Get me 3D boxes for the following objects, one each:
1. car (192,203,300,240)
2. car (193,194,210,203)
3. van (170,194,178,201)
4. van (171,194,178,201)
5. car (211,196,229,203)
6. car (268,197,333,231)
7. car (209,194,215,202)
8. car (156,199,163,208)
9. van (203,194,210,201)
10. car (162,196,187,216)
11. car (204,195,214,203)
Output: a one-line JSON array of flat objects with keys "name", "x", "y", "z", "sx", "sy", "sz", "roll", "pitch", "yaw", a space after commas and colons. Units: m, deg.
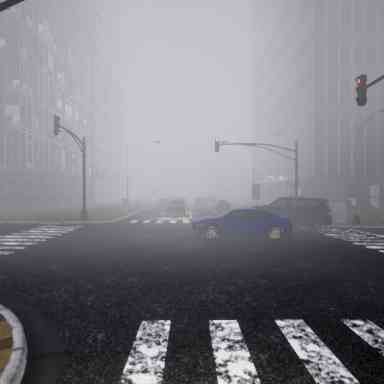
[{"name": "car", "x": 2.504, "y": 1.521, "z": 16.800, "sx": 5.008, "sy": 1.535, "sz": 1.882, "roll": 1, "pitch": 0, "yaw": -3}, {"name": "car", "x": 1.214, "y": 1.498, "z": 52.994, "sx": 2.128, "sy": 1.511, "sz": 4.902, "roll": 0, "pitch": 0, "yaw": 0}, {"name": "van", "x": -4.395, "y": 1.320, "z": 80.476, "sx": 1.690, "sy": 1.788, "sz": 3.998, "roll": 0, "pitch": 0, "yaw": 0}, {"name": "van", "x": -4.434, "y": 1.314, "z": 86.003, "sx": 1.690, "sy": 1.788, "sz": 3.998, "roll": 0, "pitch": 0, "yaw": 0}, {"name": "car", "x": 3.809, "y": 1.579, "z": 41.841, "sx": 1.947, "sy": 1.339, "sz": 4.313, "roll": 0, "pitch": 0, "yaw": 0}, {"name": "car", "x": 6.079, "y": 1.313, "z": 21.446, "sx": 5.566, "sy": 2.045, "sz": 2.150, "roll": 3, "pitch": 1, "yaw": 14}, {"name": "car", "x": 3.603, "y": 1.312, "z": 63.949, "sx": 2.192, "sy": 1.841, "sz": 5.009, "roll": 0, "pitch": 0, "yaw": 0}, {"name": "car", "x": -4.160, "y": 1.592, "z": 47.311, "sx": 1.802, "sy": 1.307, "sz": 4.206, "roll": 0, "pitch": 0, "yaw": 0}, {"name": "van", "x": 3.485, "y": 1.320, "z": 80.532, "sx": 1.690, "sy": 1.788, "sz": 3.998, "roll": 0, "pitch": 0, "yaw": 0}, {"name": "car", "x": -1.593, "y": 1.494, "z": 33.326, "sx": 1.882, "sy": 1.535, "sz": 5.008, "roll": 0, "pitch": 0, "yaw": 0}, {"name": "car", "x": 3.564, "y": 1.431, "z": 69.477, "sx": 1.967, "sy": 1.590, "sz": 4.097, "roll": 0, "pitch": 0, "yaw": 0}]
